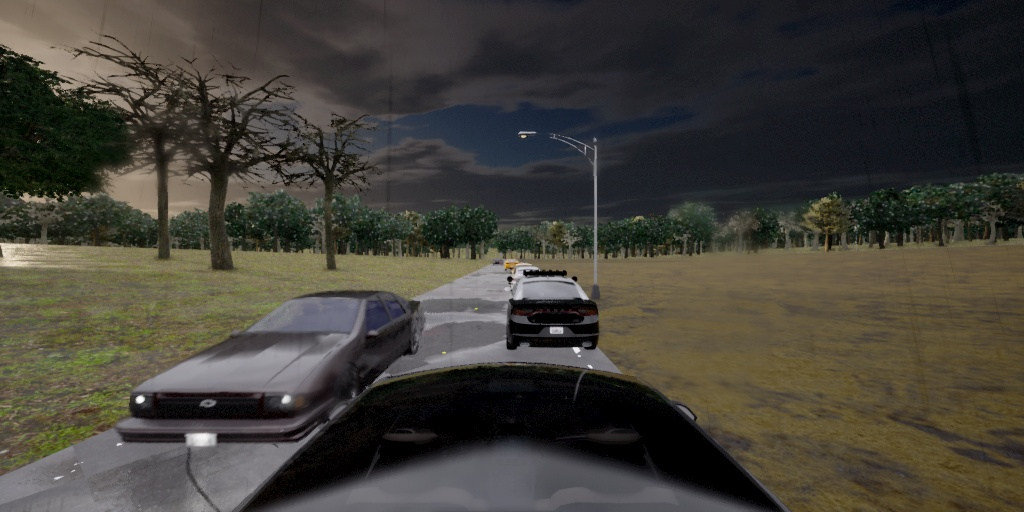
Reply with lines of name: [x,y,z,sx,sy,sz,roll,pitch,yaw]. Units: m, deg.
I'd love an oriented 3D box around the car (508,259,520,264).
car: [0.820,1.180,25.293,1.801,1.575,5.366,0,0,0]

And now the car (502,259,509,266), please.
car: [0.028,1.142,48.502,1.882,1.535,5.008,0,0,0]

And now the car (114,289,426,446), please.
car: [-2.852,1.295,5.951,2.033,1.411,5.357,0,0,0]

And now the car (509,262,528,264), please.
car: [0.822,1.260,19.103,1.812,1.442,4.674,0,0,0]

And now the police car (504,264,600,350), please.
police car: [0.823,1.171,9.213,1.930,1.638,5.238,0,0,0]
